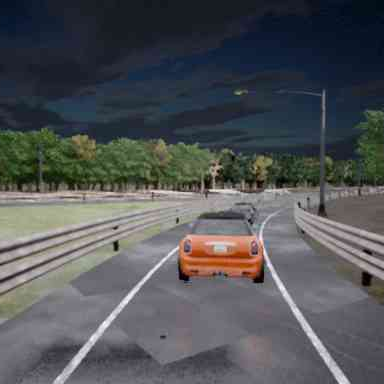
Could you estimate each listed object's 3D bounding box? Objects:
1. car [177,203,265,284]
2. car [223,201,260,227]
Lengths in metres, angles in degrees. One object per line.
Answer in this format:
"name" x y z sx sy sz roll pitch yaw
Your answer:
"car" 0.908 1.348 9.821 2.097 1.767 4.553 0 0 7
"car" 3.777 1.505 24.378 2.033 1.411 5.357 1 1 16
